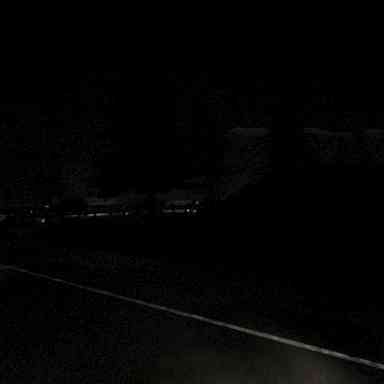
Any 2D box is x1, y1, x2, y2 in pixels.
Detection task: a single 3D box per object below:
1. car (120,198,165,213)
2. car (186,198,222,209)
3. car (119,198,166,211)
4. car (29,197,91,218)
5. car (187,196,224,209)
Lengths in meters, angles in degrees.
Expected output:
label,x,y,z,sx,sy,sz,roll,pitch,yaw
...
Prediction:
label,x,y,z,sx,sy,sz,roll,pitch,yaw
car,-5.147,1.405,35.766,4.902,1.511,2.128,0,0,-42
car,1.668,1.514,45.750,4.718,1.301,1.895,0,0,-35
car,-5.898,1.448,39.863,5.357,1.411,2.033,0,0,-42
car,-11.353,1.260,29.351,2.097,1.767,4.553,0,0,41
car,1.779,1.276,41.503,4.553,1.767,2.097,0,0,-35
